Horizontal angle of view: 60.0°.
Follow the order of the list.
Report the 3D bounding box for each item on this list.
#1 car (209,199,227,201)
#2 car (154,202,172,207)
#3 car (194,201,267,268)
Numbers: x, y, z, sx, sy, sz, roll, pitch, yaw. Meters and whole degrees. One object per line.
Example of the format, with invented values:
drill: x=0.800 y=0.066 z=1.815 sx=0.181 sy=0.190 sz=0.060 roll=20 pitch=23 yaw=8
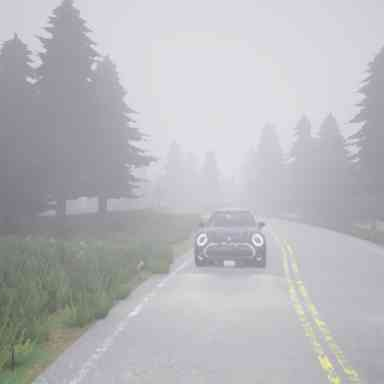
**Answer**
car: x=2.492 y=1.514 z=33.845 sx=1.837 sy=1.490 sz=4.892 roll=2 pitch=-2 yaw=-24
car: x=-4.547 y=2.062 z=43.836 sx=4.674 sy=1.442 sz=1.812 roll=-5 pitch=-7 yaw=45
car: x=1.365 y=1.359 z=11.324 sx=2.097 sy=1.767 sz=4.553 roll=-1 pitch=0 yaw=9
